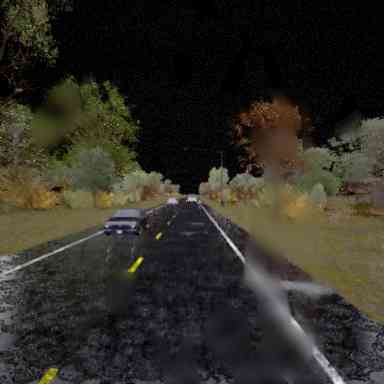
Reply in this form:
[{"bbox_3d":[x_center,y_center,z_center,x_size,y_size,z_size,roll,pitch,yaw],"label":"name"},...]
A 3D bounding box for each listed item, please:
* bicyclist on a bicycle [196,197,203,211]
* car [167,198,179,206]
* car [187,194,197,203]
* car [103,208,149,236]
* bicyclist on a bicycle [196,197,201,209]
[{"bbox_3d":[0.963,1.620,41.536,0.866,1.612,1.509,0,1,0],"label":"bicyclist on a bicycle"},{"bbox_3d":[-3.516,1.796,60.136,1.812,1.442,4.674,0,0,1],"label":"car"},{"bbox_3d":[0.005,1.625,81.385,2.150,2.045,5.566,0,0,0],"label":"car"},{"bbox_3d":[-3.597,1.627,19.183,2.033,1.411,5.357,0,0,0],"label":"car"},{"bbox_3d":[0.965,1.597,50.013,0.659,1.776,1.843,0,0,0],"label":"bicyclist on a bicycle"}]
